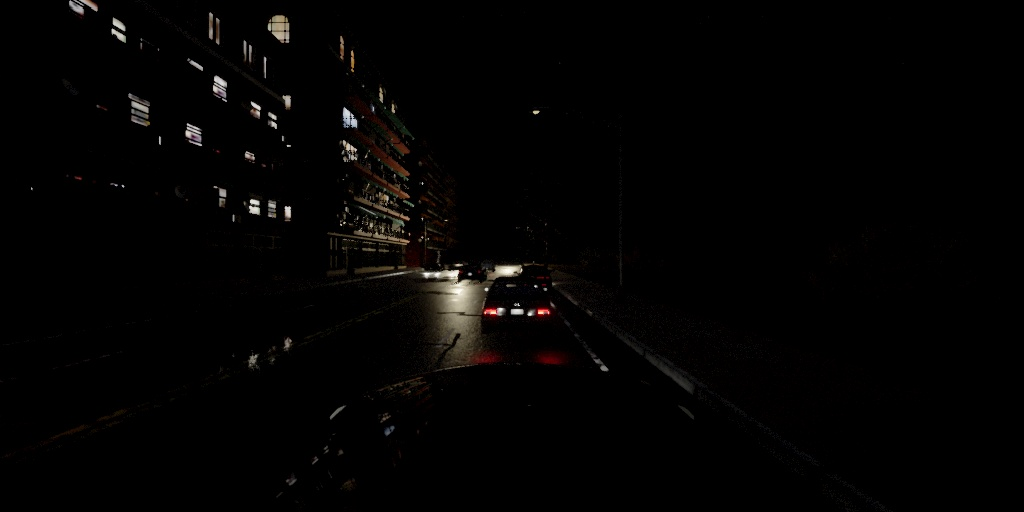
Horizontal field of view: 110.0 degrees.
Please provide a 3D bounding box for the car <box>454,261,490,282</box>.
[{"bbox_3d":[-3.099,1.315,28.515,1.994,1.385,4.181,0,0,0],"label":"car"}]

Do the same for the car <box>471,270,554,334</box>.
[{"bbox_3d":[0.118,1.299,10.561,2.033,1.411,5.357,0,0,0],"label":"car"}]

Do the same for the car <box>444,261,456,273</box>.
[{"bbox_3d":[-6.523,1.299,43.723,2.033,1.411,5.357,0,0,0],"label":"car"}]

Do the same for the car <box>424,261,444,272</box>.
[{"bbox_3d":[-9.767,1.315,45.246,1.994,1.385,4.181,0,0,0],"label":"car"}]

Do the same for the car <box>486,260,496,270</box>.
[{"bbox_3d":[-3.064,1.277,45.019,1.812,1.442,4.674,0,0,-1],"label":"car"}]

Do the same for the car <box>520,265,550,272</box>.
[{"bbox_3d":[1.171,1.257,20.250,1.837,1.490,4.892,0,0,0],"label":"car"}]
